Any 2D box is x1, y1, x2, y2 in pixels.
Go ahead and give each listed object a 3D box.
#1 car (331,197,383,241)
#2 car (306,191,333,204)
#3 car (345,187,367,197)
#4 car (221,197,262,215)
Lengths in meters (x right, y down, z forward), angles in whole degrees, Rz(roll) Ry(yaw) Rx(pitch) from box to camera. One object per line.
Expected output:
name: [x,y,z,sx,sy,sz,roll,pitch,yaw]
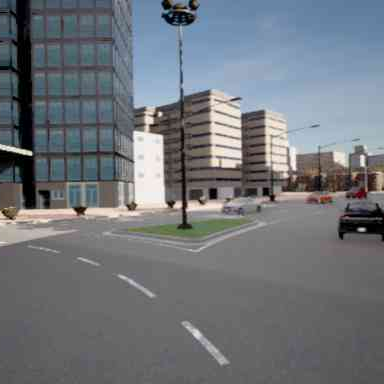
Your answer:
car: [7.723,1.199,14.991,2.128,1.511,4.902,-1,1,29]
car: [16.484,0.637,43.110,2.097,1.767,4.553,-1,1,42]
car: [27.391,0.167,55.428,2.150,2.045,5.566,-1,1,42]
car: [4.520,1.182,29.684,1.812,1.442,4.674,-1,1,43]
